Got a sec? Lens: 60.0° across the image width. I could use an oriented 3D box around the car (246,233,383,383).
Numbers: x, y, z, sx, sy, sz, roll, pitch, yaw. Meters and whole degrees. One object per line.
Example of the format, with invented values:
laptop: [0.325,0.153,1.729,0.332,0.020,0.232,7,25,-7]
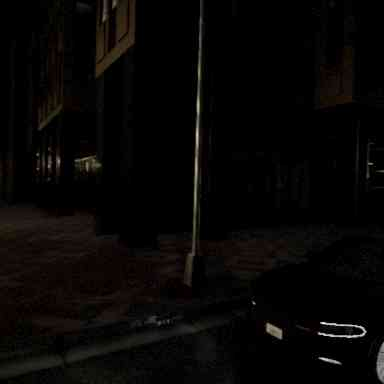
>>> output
car: [3.134,1.457,5.370,5.008,1.535,1.882,1,1,-32]
